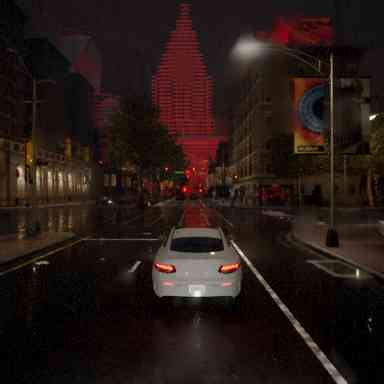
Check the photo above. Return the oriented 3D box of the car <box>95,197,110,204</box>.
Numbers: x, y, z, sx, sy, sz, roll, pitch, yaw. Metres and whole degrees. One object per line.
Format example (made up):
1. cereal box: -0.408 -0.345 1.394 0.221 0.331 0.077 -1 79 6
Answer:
1. car: -17.943 1.595 66.873 1.895 1.301 4.718 0 0 0

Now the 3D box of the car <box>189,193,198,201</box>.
1. car: 0.400 1.355 86.898 2.097 1.767 4.553 0 0 0

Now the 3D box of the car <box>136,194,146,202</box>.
1. car: -11.214 1.547 66.537 2.033 1.411 5.357 0 0 1

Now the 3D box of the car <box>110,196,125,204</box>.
1. car: -14.711 1.505 66.328 1.837 1.490 4.892 0 0 1

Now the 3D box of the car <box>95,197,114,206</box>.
1. car: -14.823 1.547 56.789 2.033 1.411 5.357 0 0 0

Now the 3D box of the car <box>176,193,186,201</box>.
1. car: -3.098 1.552 87.296 1.994 1.385 4.181 0 0 0

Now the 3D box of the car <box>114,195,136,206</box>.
1. car: -11.324 1.478 56.724 1.882 1.535 5.008 0 0 0

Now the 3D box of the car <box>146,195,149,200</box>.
1. car: -11.147 1.355 76.757 2.097 1.767 4.553 0 0 0

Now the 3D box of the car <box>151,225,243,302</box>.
1. car: 0.114 1.526 8.122 1.812 1.442 4.674 0 0 1

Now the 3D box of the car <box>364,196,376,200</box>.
1. car: 34.758 1.481 68.023 2.231 1.521 4.892 0 0 0

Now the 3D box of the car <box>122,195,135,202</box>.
1. car: -14.647 1.478 76.742 1.882 1.535 5.008 0 0 0
